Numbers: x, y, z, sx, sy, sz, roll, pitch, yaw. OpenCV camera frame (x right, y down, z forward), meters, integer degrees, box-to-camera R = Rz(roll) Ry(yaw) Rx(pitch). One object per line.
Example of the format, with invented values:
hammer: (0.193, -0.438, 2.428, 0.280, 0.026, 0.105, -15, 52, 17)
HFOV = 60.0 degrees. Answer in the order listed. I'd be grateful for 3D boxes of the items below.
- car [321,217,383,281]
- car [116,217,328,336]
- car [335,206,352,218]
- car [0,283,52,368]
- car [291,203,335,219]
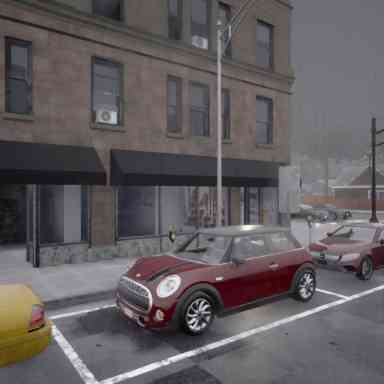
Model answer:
car: (5.066, 1.581, 9.818, 4.206, 1.307, 1.802, 0, 0, -36)
car: (0.579, 1.440, 6.605, 4.097, 1.590, 1.967, 0, 0, -36)
car: (11.530, 1.657, 28.767, 1.994, 1.385, 4.181, 0, 0, -36)
car: (-4.047, 1.525, 3.293, 4.829, 1.417, 1.752, 0, 0, -36)
car: (8.761, 1.622, 27.055, 1.812, 1.442, 4.674, 0, 0, -36)
